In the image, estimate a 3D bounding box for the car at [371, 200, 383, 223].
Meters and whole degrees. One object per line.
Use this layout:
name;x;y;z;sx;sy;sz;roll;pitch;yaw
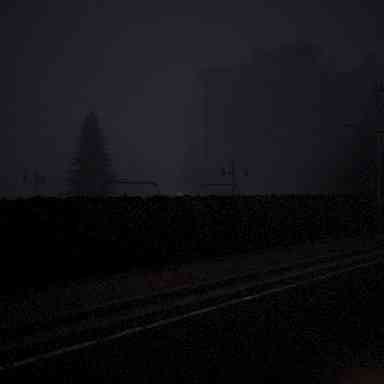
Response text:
car;12.620;1.337;22.390;2.097;1.767;4.553;0;0;-38

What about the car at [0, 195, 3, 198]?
car;-40.344;1.374;67.378;3.633;1.501;1.845;0;0;-38
